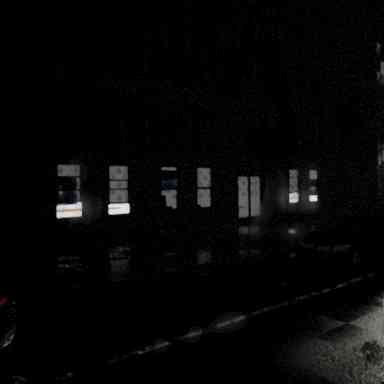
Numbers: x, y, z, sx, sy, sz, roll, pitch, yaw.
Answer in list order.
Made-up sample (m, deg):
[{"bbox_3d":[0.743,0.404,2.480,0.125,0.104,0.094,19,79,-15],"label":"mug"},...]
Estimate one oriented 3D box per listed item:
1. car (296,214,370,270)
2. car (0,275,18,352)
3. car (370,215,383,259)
[{"bbox_3d":[4.970,1.353,10.064,4.206,1.307,1.802,-2,1,-35],"label":"car"},{"bbox_3d":[-4.321,1.589,3.488,4.403,1.369,2.008,-2,1,-35],"label":"car"},{"bbox_3d":[6.741,1.255,8.144,4.902,1.511,2.128,-2,1,-35],"label":"car"}]
